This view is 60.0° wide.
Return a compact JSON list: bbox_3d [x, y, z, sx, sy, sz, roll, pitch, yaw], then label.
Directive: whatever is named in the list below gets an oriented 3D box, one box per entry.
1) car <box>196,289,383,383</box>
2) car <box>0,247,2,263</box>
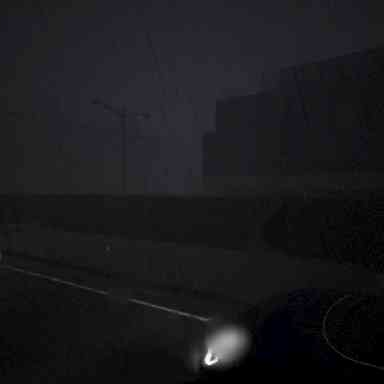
[{"bbox_3d":[2.225,1.352,2.403,4.553,1.767,2.097,0,0,36],"label":"car"},{"bbox_3d":[-7.226,1.601,9.104,4.718,1.301,1.895,0,0,36],"label":"car"}]
